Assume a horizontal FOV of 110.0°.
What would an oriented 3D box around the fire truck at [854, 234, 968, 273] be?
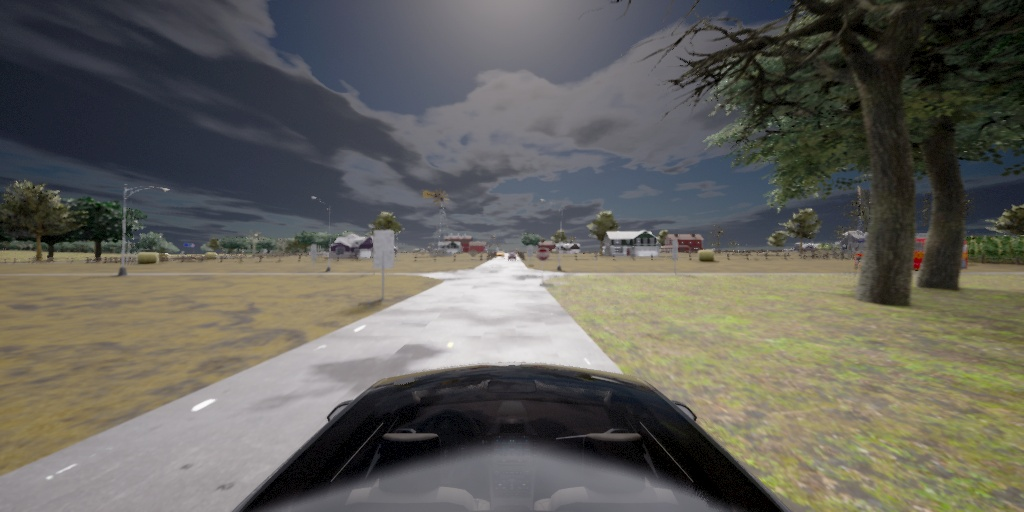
[{"bbox_3d":[39.364,-0.204,35.632,8.468,3.827,2.891,0,-2,0],"label":"fire truck"}]
